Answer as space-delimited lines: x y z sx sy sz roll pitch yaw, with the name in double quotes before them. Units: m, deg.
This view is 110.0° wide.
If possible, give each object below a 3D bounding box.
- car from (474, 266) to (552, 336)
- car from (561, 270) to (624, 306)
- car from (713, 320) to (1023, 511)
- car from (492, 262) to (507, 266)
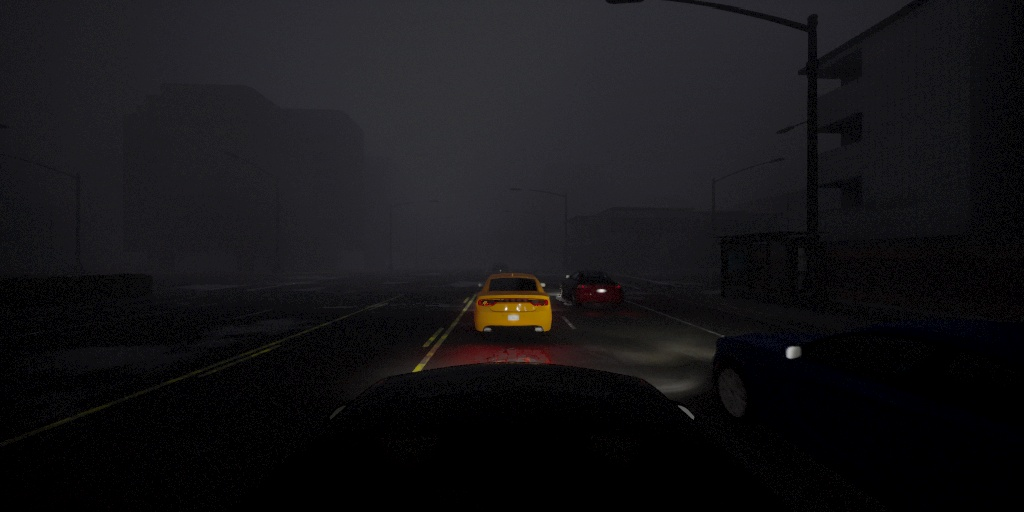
"car" 0.002 1.228 10.486 1.882 1.535 5.008 0 0 -1
"car" 3.399 1.315 15.801 1.994 1.385 4.181 0 0 -1
"car" 3.565 1.228 2.701 1.882 1.535 5.008 0 0 0
"car" -1.484 1.434 44.082 1.895 1.301 4.718 0 -1 -3
